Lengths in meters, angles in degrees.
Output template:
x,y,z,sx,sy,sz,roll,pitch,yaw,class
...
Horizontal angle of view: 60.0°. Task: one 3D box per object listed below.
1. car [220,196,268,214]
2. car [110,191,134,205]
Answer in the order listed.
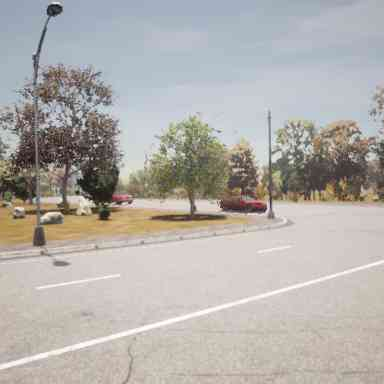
x,y,z,sx,sy,sz,roll,pitch,yaw,class
4.738,1.114,30.695,1.882,1.535,5.008,-2,1,-37,car
-10.998,0.884,50.442,2.150,2.045,5.566,-2,1,-39,car
